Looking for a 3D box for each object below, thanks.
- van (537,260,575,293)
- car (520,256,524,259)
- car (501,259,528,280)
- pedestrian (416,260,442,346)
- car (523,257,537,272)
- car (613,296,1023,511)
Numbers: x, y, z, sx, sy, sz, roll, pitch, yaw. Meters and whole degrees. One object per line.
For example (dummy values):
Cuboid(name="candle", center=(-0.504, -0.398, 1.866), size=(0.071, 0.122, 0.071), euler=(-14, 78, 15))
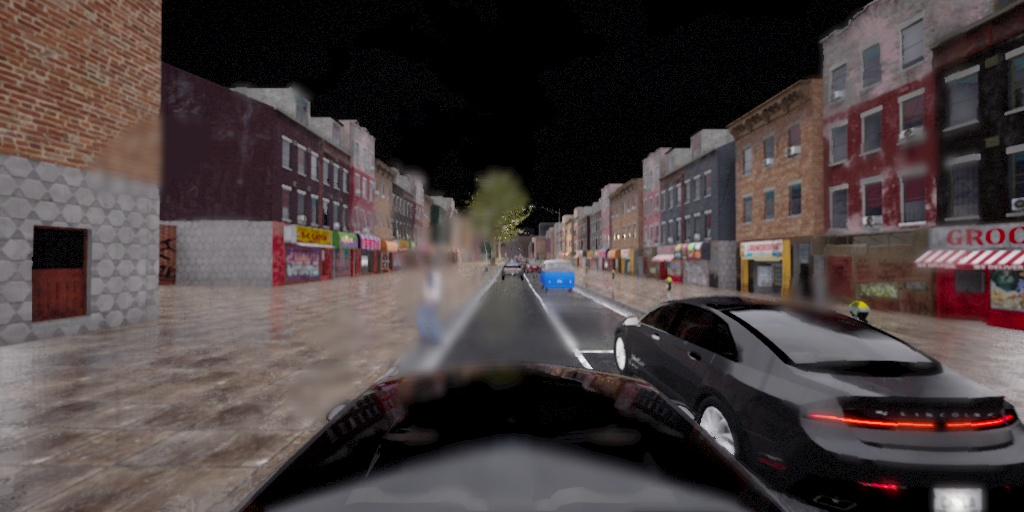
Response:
Cuboid(name="van", center=(2.615, 1.147, 21.191), size=(1.690, 1.789, 3.998), euler=(0, 0, 0))
Cuboid(name="car", center=(2.580, 1.129, 48.901), size=(2.192, 1.841, 5.009), euler=(0, 0, 0))
Cuboid(name="car", center=(0.054, 1.309, 32.214), size=(2.128, 1.511, 4.902), euler=(0, 0, 0))
Cuboid(name="pedestrian", center=(-1.728, 0.965, 7.579), size=(0.375, 1.860, 0.375), euler=(0, -1, 0))
Cuboid(name="car", center=(2.587, 1.259, 43.360), size=(1.967, 1.591, 4.097), euler=(0, 0, 0))
Cuboid(name="car", center=(2.748, 1.267, 4.632), size=(1.837, 1.490, 4.892), euler=(0, 0, 0))
